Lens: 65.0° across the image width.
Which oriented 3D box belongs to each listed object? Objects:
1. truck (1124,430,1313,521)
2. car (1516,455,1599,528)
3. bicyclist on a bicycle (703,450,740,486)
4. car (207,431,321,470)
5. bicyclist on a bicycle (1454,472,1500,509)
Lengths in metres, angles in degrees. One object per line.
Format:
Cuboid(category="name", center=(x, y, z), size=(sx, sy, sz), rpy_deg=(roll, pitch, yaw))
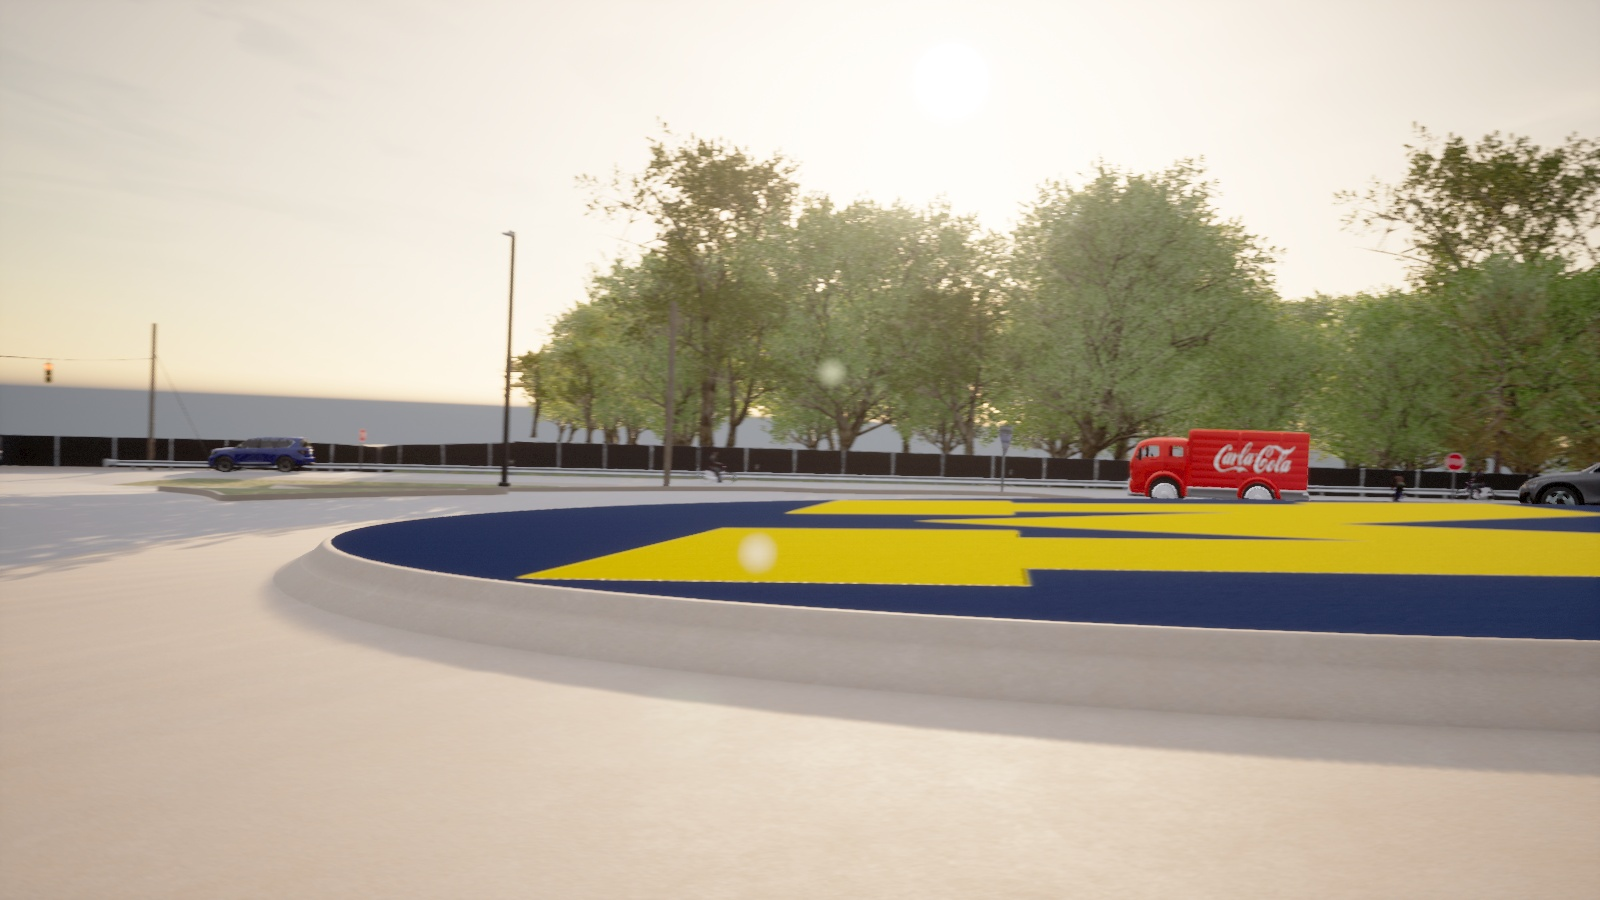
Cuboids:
Cuboid(category="truck", center=(12.784, 0.712, 38.380), size=(5.204, 2.467, 2.627), rpy_deg=(2, 1, 21))
Cuboid(category="car", center=(19.838, 0.995, 29.670), size=(4.856, 1.649, 2.033), rpy_deg=(-2, -6, 36))
Cuboid(category="bicyclist on a bicycle", center=(-4.111, 0.937, 65.851), size=(1.843, 1.776, 0.659), rpy_deg=(1, 1, 8))
Cuboid(category="car", center=(-30.554, 0.017, 71.723), size=(5.566, 2.045, 2.150), rpy_deg=(1, 1, -7))
Cuboid(category="bicyclist on a bicycle", center=(34.293, 2.022, 63.622), size=(1.843, 1.776, 0.659), rpy_deg=(2, 1, 10))
